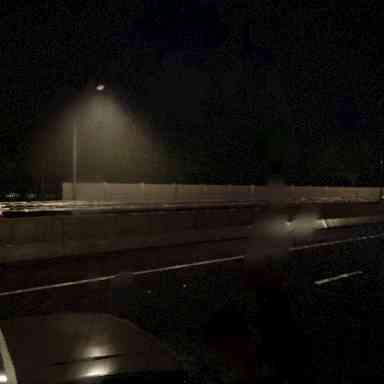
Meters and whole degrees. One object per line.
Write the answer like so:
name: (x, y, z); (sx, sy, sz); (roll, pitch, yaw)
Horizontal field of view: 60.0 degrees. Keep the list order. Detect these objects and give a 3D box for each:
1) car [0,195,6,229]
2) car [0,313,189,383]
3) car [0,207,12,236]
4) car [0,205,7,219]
car: (-14.274, 1.230, 19.604); (5.566, 2.045, 2.150); (0, 0, -35)
car: (-2.556, 1.548, 2.043); (5.357, 1.411, 2.033); (0, 0, -35)
car: (-12.251, 1.555, 16.749); (5.357, 1.411, 2.033); (0, 0, -35)
car: (-10.518, 1.484, 13.685); (5.008, 1.535, 1.882); (0, 0, -35)
